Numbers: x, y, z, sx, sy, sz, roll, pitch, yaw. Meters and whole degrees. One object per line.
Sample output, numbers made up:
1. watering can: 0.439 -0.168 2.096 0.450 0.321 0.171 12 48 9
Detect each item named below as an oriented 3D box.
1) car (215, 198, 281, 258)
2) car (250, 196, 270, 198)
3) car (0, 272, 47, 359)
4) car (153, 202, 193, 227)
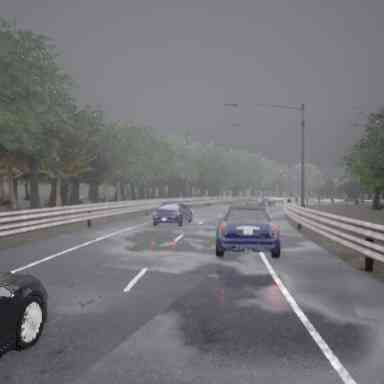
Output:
1. car: 2.012 1.260 12.566 2.097 1.767 4.553 0 0 7
2. car: 7.896 1.373 41.200 2.128 1.511 4.902 0 0 21
3. car: -3.211 1.474 3.246 1.837 1.490 4.892 0 0 2
4. car: -1.188 1.388 21.504 1.812 1.442 4.674 0 0 10
